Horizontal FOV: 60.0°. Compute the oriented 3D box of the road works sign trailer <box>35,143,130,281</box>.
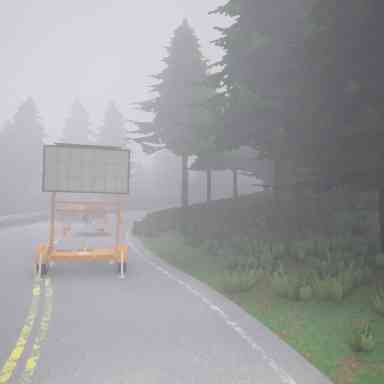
[{"bbox_3d":[-3.093,0.424,9.792,2.380,3.560,2.880,2,0,-15],"label":"road works sign trailer"}]

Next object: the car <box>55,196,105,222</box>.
[{"bbox_3d":[-8.193,1.210,24.675,2.097,1.767,4.553,0,0,6],"label":"car"}]
